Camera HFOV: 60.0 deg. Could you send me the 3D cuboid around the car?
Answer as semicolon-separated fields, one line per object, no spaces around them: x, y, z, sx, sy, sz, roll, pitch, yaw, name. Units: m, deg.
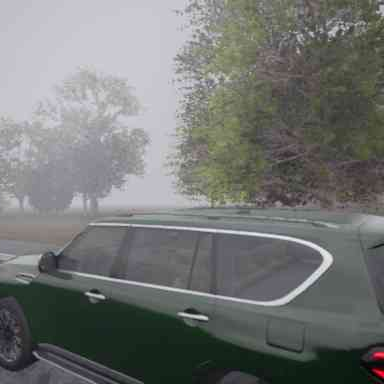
-0.272;1.210;4.027;5.566;2.045;2.150;0;0;34;car
